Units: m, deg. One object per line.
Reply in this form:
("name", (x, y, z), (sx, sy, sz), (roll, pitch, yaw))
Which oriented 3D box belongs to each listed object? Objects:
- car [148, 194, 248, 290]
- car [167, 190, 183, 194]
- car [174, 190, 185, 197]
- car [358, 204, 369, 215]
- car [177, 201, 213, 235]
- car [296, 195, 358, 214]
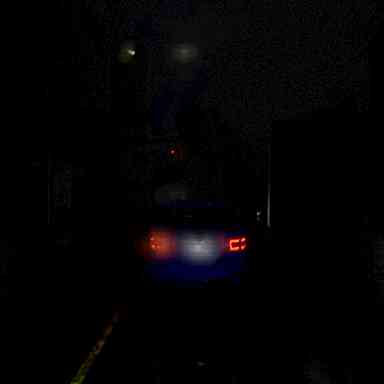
("car", (0.117, 1.194, 9.123), (2.150, 2.045, 5.566), (0, 0, 0))
("car", (-2.680, 0.824, 45.188), (2.128, 1.511, 4.902), (0, 2, -1))
("car", (-2.513, 0.292, 66.345), (1.895, 1.301, 4.718), (0, 2, 1))
("car", (18.241, 1.520, 32.414), (4.206, 1.307, 1.802), (1, 0, 0))
("car", (0.132, 1.386, 19.150), (1.837, 1.490, 4.892), (0, 1, 0))
("car", (12.843, 1.176, 32.425), (5.009, 1.841, 2.192), (1, 0, 0))
